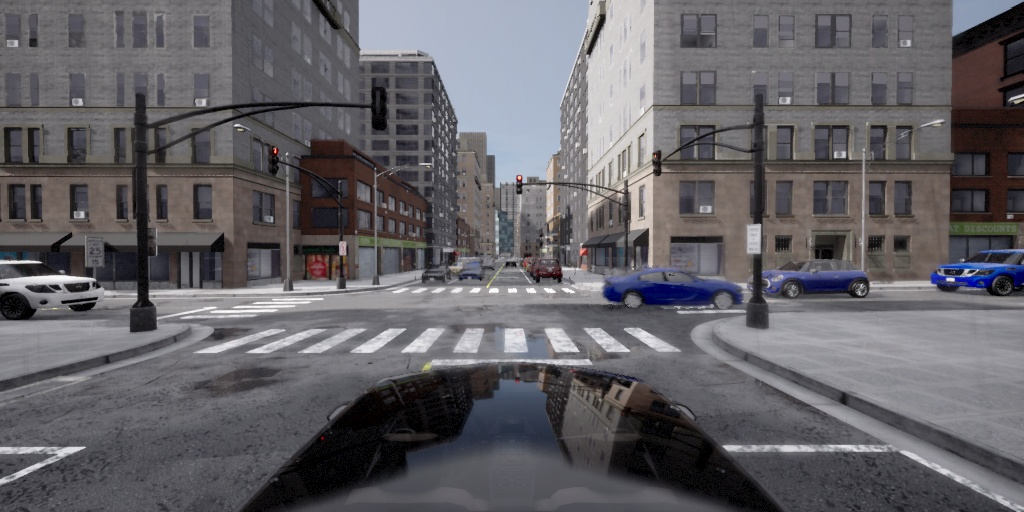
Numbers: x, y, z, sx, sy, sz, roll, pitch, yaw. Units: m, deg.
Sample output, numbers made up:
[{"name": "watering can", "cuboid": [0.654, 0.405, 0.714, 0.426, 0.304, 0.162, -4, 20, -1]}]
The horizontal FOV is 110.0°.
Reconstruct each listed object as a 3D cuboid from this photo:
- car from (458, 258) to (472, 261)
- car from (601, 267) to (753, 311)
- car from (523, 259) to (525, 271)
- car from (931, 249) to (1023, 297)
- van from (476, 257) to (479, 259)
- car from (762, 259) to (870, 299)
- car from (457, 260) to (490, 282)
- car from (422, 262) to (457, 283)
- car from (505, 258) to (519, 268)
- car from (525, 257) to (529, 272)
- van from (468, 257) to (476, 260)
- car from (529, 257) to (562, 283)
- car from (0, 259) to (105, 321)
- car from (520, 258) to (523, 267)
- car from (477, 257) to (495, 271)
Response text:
[{"name": "car", "cuboid": [-5.839, 1.279, 39.104, 1.751, 1.417, 4.829, 0, 0, 0]}, {"name": "car", "cuboid": [5.993, 1.192, 13.777, 5.008, 1.535, 1.882, -1, 1, 10]}, {"name": "car", "cuboid": [2.663, 1.279, 45.071, 1.751, 1.417, 4.829, 0, 0, 0]}, {"name": "car", "cuboid": [22.974, 0.708, 16.533, 5.566, 2.045, 2.150, -1, 1, 0]}, {"name": "van", "cuboid": [-5.893, 1.093, 50.446, 1.690, 1.789, 3.998, 0, 0, 0]}, {"name": "car", "cuboid": [13.399, 0.938, 16.423, 4.553, 1.767, 2.097, -1, 1, -1]}, {"name": "car", "cuboid": [-3.225, 1.301, 29.734, 2.033, 1.411, 5.357, 0, 0, 0]}, {"name": "car", "cuboid": [-5.786, 1.319, 28.103, 1.948, 1.339, 4.313, 0, 0, 0]}, {"name": "car", "cuboid": [-0.181, 1.226, 61.313, 1.882, 1.535, 5.008, 0, 0, 0]}, {"name": "car", "cuboid": [2.714, 1.069, 33.729, 2.192, 1.841, 5.009, 0, 0, 0]}, {"name": "van", "cuboid": [-5.866, 1.094, 44.860, 1.690, 1.789, 3.998, 0, 0, 0]}, {"name": "car", "cuboid": [2.740, 1.068, 28.143, 2.192, 1.841, 5.009, 0, 0, 0]}, {"name": "car", "cuboid": [-18.453, 1.145, 12.964, 5.566, 2.045, 2.150, -1, 1, -2]}, {"name": "car", "cuboid": [2.638, 1.067, 50.486, 2.192, 1.841, 5.009, 0, 0, 0]}, {"name": "car", "cuboid": [-3.304, 1.259, 48.198, 1.837, 1.490, 4.892, 0, 0, 0]}]
